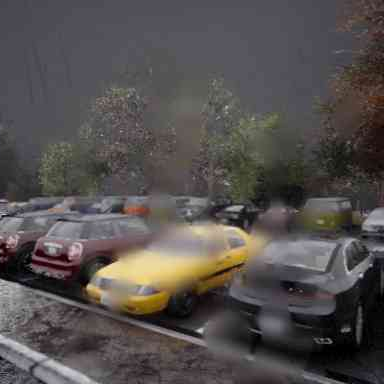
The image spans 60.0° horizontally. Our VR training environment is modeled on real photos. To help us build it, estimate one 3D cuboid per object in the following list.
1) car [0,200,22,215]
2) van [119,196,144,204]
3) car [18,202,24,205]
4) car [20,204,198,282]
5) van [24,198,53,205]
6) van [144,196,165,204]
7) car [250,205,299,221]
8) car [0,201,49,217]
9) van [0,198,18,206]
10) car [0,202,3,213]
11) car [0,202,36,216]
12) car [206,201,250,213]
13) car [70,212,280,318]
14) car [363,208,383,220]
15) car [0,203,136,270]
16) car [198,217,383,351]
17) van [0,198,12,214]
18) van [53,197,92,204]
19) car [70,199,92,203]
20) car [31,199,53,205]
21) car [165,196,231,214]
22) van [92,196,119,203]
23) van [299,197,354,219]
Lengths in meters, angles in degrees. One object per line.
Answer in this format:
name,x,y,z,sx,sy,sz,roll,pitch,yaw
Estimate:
car,-23.770,1.888,41.053,2.185,1.767,4.553,-1,-1,35
van,-3.368,1.349,26.760,1.878,1.987,4.442,0,0,35
car,-16.976,1.847,36.264,2.231,1.521,4.892,-1,-1,35
car,-2.083,1.406,9.630,2.185,1.767,4.553,0,0,35
van,-14.650,1.565,34.764,1.878,1.987,4.442,-1,-1,35
van,-1.211,1.338,25.230,1.878,1.987,4.442,0,0,35
car,5.602,1.570,20.251,2.002,1.452,4.674,0,0,35
car,-19.234,1.902,37.867,2.097,1.535,5.008,-1,-1,35
van,-11.189,1.351,15.986,1.878,1.987,4.442,0,0,35
car,-28.272,2.126,44.277,2.231,1.521,4.892,-1,-1,35
car,-21.596,1.960,39.542,2.097,1.535,5.008,-1,-1,35
car,3.340,1.541,21.852,2.097,1.535,5.008,0,0,35
car,0.093,1.518,7.897,1.946,1.575,5.366,0,0,35
car,10.021,1.548,17.122,2.002,1.452,4.674,0,0,35
car,-4.347,1.418,11.236,2.185,1.767,4.553,0,0,35
car,2.461,1.511,6.437,2.231,1.521,4.892,0,0,35
van,-25.945,1.843,42.777,1.878,1.987,4.442,-1,-1,35
van,-10.268,1.454,31.369,1.878,1.987,4.442,-1,-1,35
car,-7.935,1.623,29.863,2.097,1.535,5.008,-1,-1,35
car,-12.561,1.732,32.913,1.946,1.575,5.366,-1,-1,35
car,0.965,1.302,23.509,2.435,2.045,5.566,0,0,35
van,-5.871,1.360,28.250,1.878,1.987,4.442,-1,0,35
van,7.826,1.294,18.818,1.878,1.987,4.442,0,0,35
